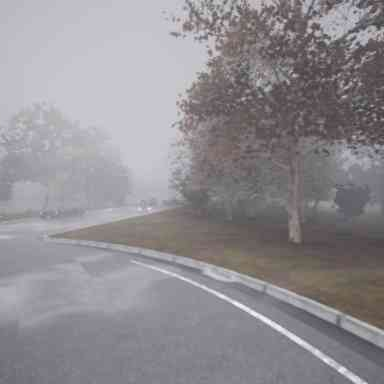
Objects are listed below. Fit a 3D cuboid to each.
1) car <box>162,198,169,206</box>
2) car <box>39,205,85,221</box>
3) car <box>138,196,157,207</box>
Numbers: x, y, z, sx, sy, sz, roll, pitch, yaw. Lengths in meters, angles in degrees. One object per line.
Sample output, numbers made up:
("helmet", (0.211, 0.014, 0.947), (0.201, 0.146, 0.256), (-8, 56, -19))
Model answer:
("car", (-3.461, 1.560, 54.488), (1.882, 1.535, 5.008), (-1, 0, 11))
("car", (-11.670, 1.832, 30.110), (1.895, 1.301, 4.718), (-1, 0, 10))
("car", (-7.204, 1.505, 54.045), (2.097, 1.767, 4.553), (-1, 0, 11))
